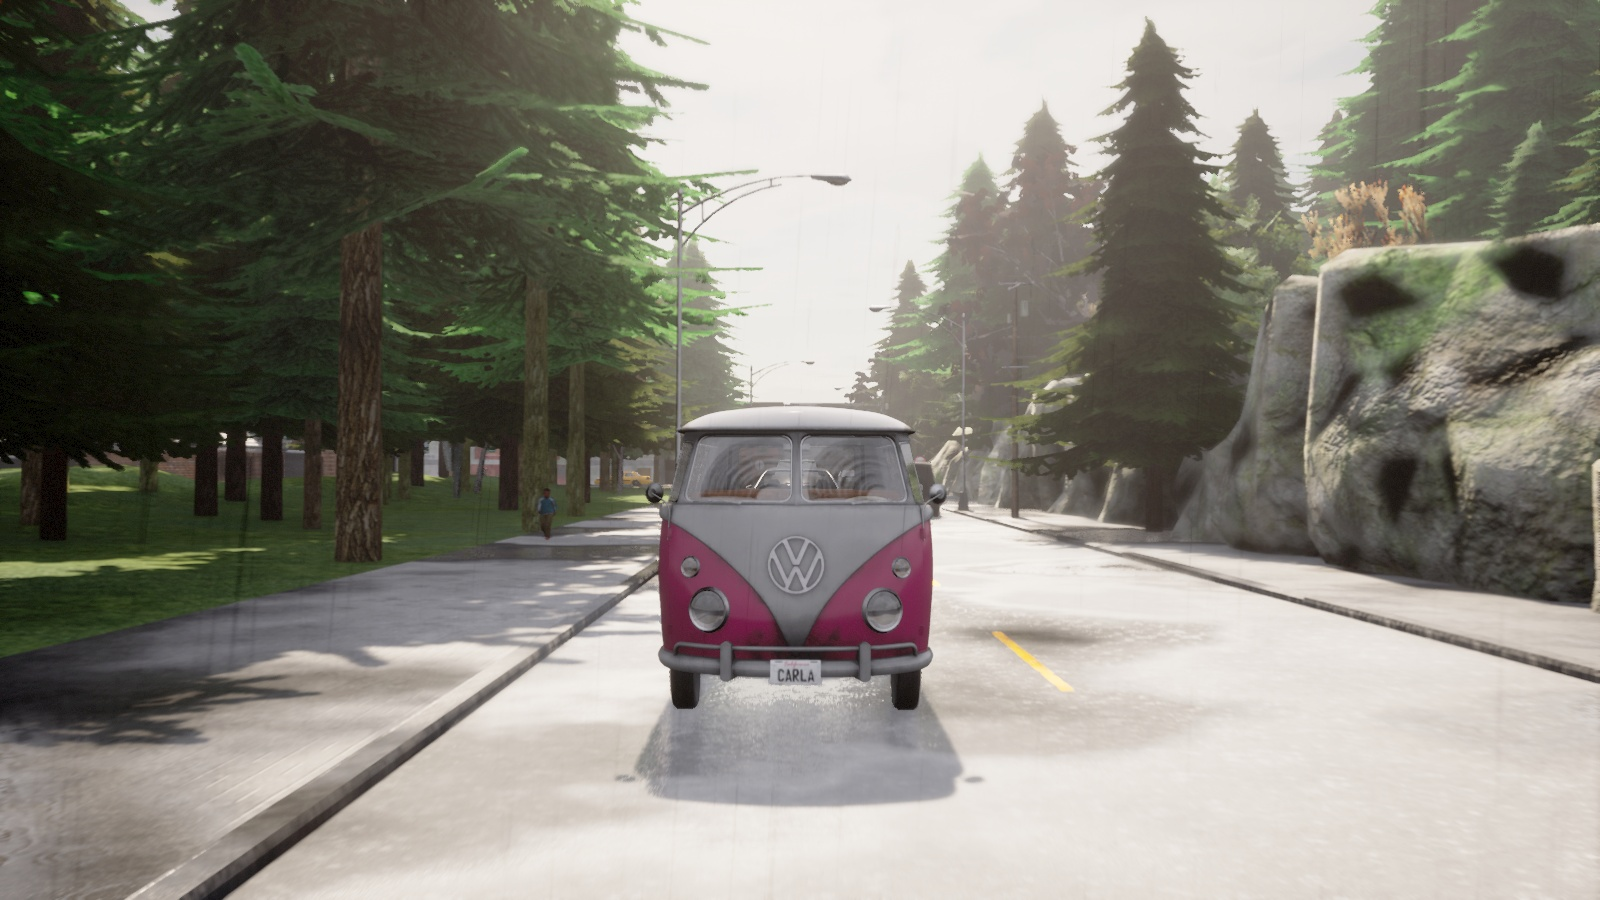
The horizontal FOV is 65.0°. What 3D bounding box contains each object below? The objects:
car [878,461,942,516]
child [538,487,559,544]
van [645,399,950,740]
[{"bbox_3d":[3.893,1.348,44.990,1.905,1.878,3.866,0,-1,0],"label":"car"},{"bbox_3d":[-5.278,1.367,26.378,0.343,1.192,0.448,0,-1,0],"label":"child"},{"bbox_3d":[-0.024,0.725,9.561,1.775,1.987,4.442,0,-1,0],"label":"van"}]
